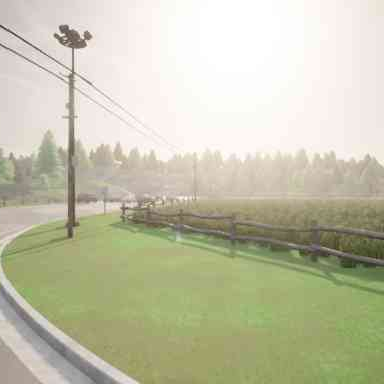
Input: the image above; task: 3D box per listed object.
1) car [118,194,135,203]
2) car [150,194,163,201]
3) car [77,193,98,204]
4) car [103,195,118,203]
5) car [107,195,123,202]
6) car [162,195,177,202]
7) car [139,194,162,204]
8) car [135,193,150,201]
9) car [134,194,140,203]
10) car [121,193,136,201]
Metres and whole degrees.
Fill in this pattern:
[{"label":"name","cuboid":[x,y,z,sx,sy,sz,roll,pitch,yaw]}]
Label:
[{"label":"car","cuboid":[-13.215,1.506,69.131,1.812,1.442,4.674,0,0,9]},{"label":"car","cuboid":[-8.213,1.332,78.374,1.837,1.490,4.892,0,0,9]},{"label":"car","cuboid":[-20.664,1.223,66.189,2.150,2.045,5.566,0,0,9]},{"label":"car","cuboid":[-16.751,1.531,69.172,2.033,1.411,5.357,0,0,9]},{"label":"car","cuboid":[-18.520,1.539,80.419,2.033,1.411,5.357,0,0,9]},{"label":"car","cuboid":[-4.766,1.525,77.763,2.128,1.511,4.902,0,0,9]},{"label":"car","cuboid":[-7.465,1.502,60.018,1.837,1.490,4.892,0,-1,9]},{"label":"car","cuboid":[-11.675,1.187,78.889,2.097,1.767,4.553,0,0,9]},{"label":"car","cuboid":[-9.767,1.600,68.522,1.895,1.301,4.718,0,0,9]},{"label":"car","cuboid":[-15.132,1.187,79.435,2.097,1.767,4.553,0,0,9]}]
